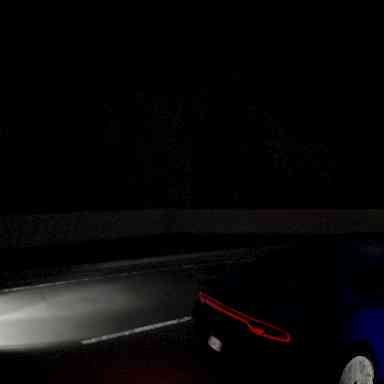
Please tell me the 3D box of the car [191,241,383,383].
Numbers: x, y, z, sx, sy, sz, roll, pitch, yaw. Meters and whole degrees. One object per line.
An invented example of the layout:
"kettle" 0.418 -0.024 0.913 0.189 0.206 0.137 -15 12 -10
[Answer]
"car" 2.401 1.469 4.773 5.008 1.535 1.882 0 0 -29
